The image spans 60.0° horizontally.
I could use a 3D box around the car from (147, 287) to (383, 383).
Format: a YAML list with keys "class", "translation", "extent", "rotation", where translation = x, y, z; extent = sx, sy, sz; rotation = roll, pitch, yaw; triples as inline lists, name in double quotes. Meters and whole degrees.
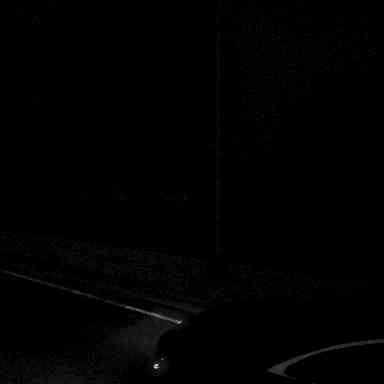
- class: "car"
  translation: [1.827, 1.506, 2.383]
  extent: [4.892, 1.490, 1.837]
  rotation: [0, 0, 35]
